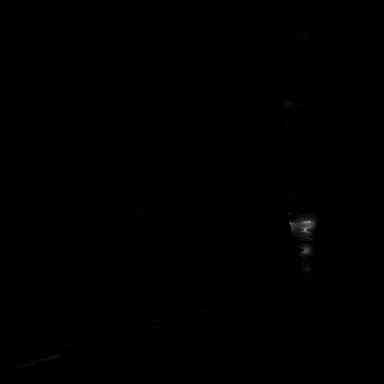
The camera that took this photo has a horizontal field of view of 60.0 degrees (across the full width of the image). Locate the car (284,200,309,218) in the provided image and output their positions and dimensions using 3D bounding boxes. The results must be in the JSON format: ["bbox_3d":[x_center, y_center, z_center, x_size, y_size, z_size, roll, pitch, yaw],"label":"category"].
[{"bbox_3d":[9.121,1.468,29.350,1.837,1.490,4.892,1,0,12],"label":"car"}]
